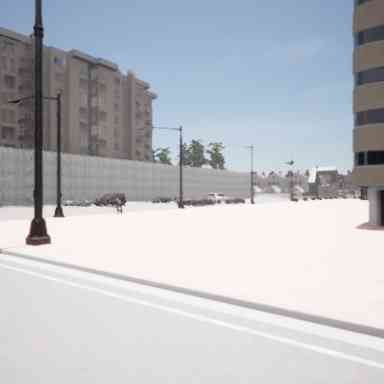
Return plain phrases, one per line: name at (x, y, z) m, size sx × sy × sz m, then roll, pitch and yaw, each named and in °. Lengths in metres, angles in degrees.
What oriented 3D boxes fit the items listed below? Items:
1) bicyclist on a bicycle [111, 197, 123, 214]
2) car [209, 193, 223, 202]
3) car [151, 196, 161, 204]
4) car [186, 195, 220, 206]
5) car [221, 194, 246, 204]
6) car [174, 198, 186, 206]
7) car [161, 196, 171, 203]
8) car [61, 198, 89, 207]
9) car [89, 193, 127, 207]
bicyclist on a bicycle at (-7.051, 1.307, 31.355) m, size 1.656 × 1.620 × 0.582 m, roll 0°, pitch 0°, yaw 36°
car at (5.080, 1.231, 64.287) m, size 2.150 × 2.045 × 5.566 m, roll 0°, pitch 0°, yaw 36°
car at (-6.140, 1.566, 66.670) m, size 1.837 × 1.490 × 4.892 m, roll 0°, pitch 0°, yaw 36°
car at (1.906, 1.555, 53.808) m, size 2.033 × 1.411 × 5.357 m, roll 0°, pitch 0°, yaw 36°
car at (8.145, 1.556, 62.553) m, size 2.033 × 1.411 × 5.357 m, roll 0°, pitch 0°, yaw 36°
car at (-0.853, 1.610, 55.962) m, size 1.895 × 1.301 × 4.718 m, roll 0°, pitch 0°, yaw 36°
car at (-3.316, 1.260, 64.601) m, size 1.895 × 1.301 × 4.718 m, roll 0°, pitch 0°, yaw 36°
car at (-17.606, 1.611, 50.885) m, size 1.895 × 1.301 × 4.718 m, roll 0°, pitch 0°, yaw 36°
car at (-12.690, 1.230, 51.723) m, size 2.150 × 2.045 × 5.566 m, roll 0°, pitch 0°, yaw 36°
